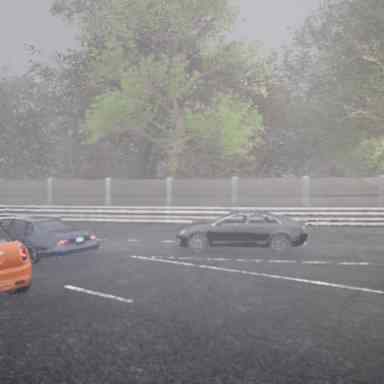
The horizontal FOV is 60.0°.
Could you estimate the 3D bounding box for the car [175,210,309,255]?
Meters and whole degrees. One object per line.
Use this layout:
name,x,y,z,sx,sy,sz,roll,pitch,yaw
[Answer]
car,1.833,1.457,12.599,4.902,1.511,2.128,0,0,10

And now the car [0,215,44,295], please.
car,-5.688,1.341,7.321,4.553,1.767,2.097,0,0,31

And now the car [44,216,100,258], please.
car,-5.702,1.525,11.477,5.357,1.411,2.033,0,0,28
